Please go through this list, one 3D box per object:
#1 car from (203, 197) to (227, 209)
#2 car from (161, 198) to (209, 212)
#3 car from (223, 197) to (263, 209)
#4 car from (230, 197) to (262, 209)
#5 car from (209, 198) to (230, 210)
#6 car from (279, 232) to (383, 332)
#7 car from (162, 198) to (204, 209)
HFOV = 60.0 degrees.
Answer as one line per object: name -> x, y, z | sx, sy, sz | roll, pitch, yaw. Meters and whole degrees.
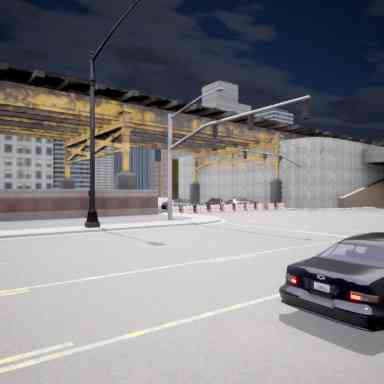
car -> 2.850, 1.295, 40.558 | 1.853, 1.218, 4.536 | 0, 0, 18
car -> -0.911, 1.453, 37.823 | 4.974, 1.542, 2.038 | 0, 0, 8
car -> 6.744, 1.452, 44.268 | 4.974, 1.542, 2.038 | 0, 0, -7
car -> 6.693, 1.295, 44.262 | 4.536, 1.218, 1.853 | 0, 0, -7
car -> 2.834, 1.453, 40.508 | 2.038, 1.542, 4.974 | 0, 0, 18
car -> 4.098, 1.547, 6.701 | 5.357, 1.411, 2.033 | 0, 0, -35
car -> -0.962, 1.295, 37.830 | 4.536, 1.218, 1.853 | 0, 0, 8
